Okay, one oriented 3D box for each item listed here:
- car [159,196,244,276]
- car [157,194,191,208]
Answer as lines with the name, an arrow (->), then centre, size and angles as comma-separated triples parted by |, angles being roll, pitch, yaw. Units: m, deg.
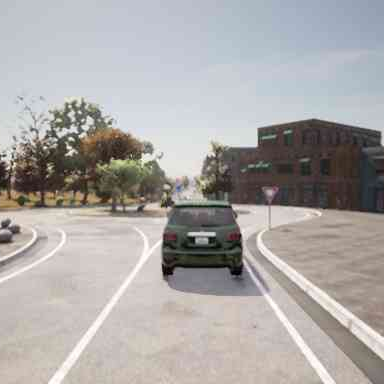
car -> 0.326, 1.242, 10.572 | 2.150, 2.045, 5.566 | 0, 0, 2
car -> -2.646, 1.365, 49.322 | 4.553, 1.767, 2.097 | 2, 3, 8
